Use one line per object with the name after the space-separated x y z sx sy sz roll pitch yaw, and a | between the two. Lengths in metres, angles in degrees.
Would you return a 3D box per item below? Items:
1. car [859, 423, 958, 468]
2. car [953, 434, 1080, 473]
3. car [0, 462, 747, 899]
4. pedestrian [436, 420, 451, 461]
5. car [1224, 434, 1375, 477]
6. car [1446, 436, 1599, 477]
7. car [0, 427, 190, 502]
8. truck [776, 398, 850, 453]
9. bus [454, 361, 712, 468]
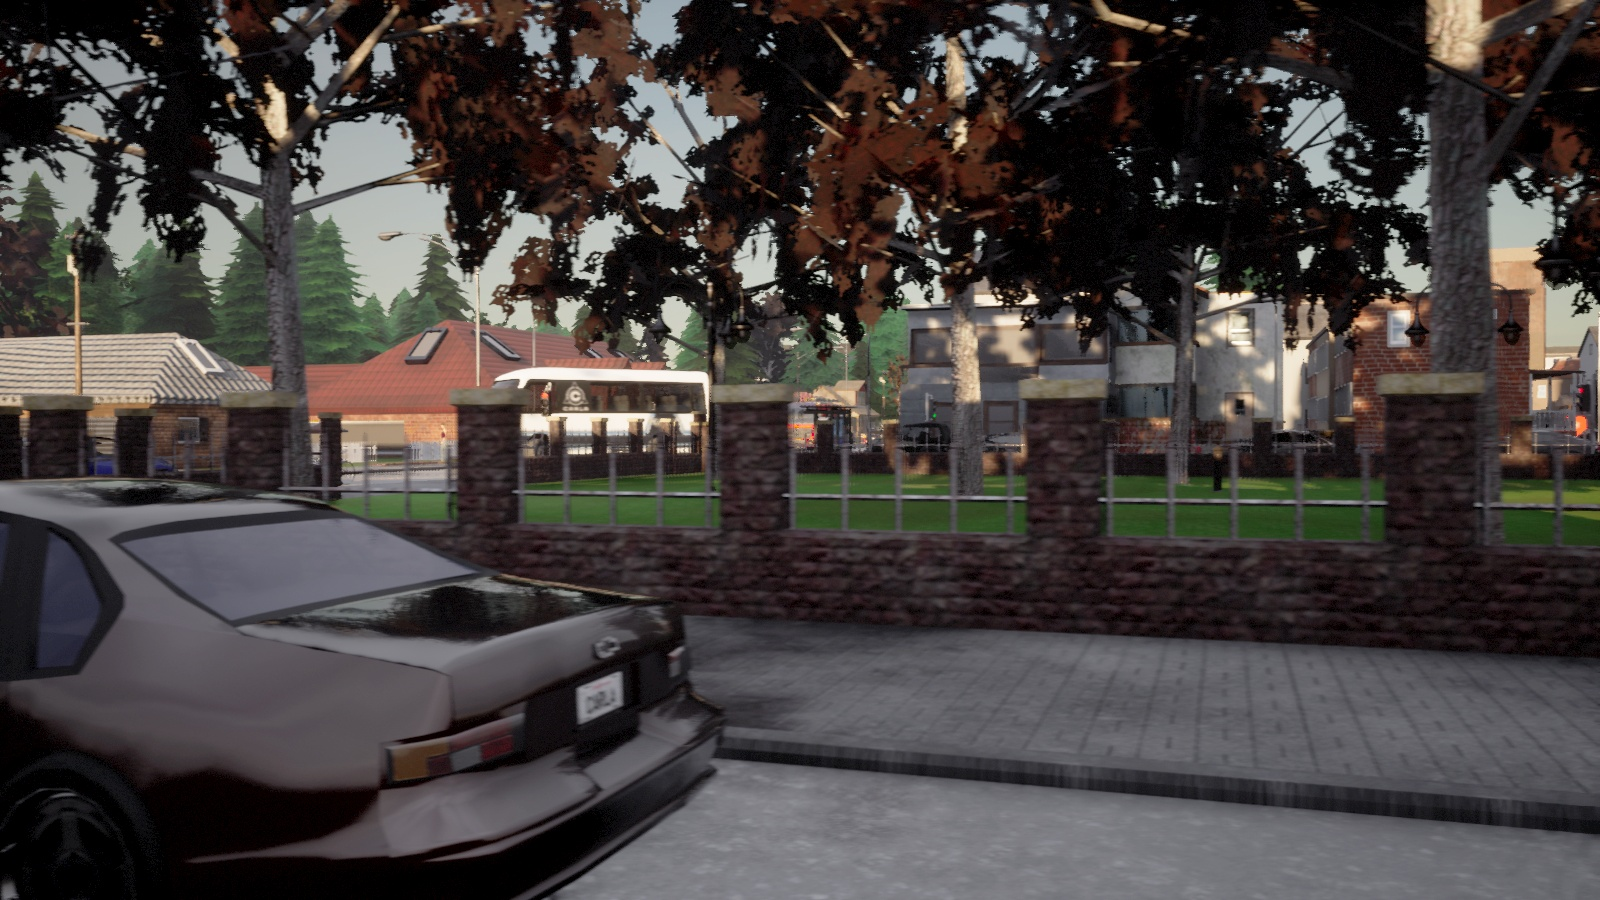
4.688 -0.227 54.154 3.866 1.878 1.905 1 1 19 | car
8.393 0.106 48.570 4.674 1.442 1.812 0 1 15 | car
-3.071 0.786 4.746 5.357 1.411 2.033 1 1 19 | car
-15.874 -0.424 55.871 0.594 1.836 0.345 0 1 -27 | pedestrian
17.970 0.172 45.379 4.892 1.490 1.837 0 1 16 | car
26.771 0.206 46.658 4.674 1.442 1.812 1 1 18 | car
-16.202 0.262 28.148 2.007 1.525 4.514 1 1 17 | car
1.032 -1.805 91.849 2.891 3.827 8.468 1 1 19 | truck
-9.233 -1.455 54.345 10.273 4.253 3.944 -1 0 -37 | bus
